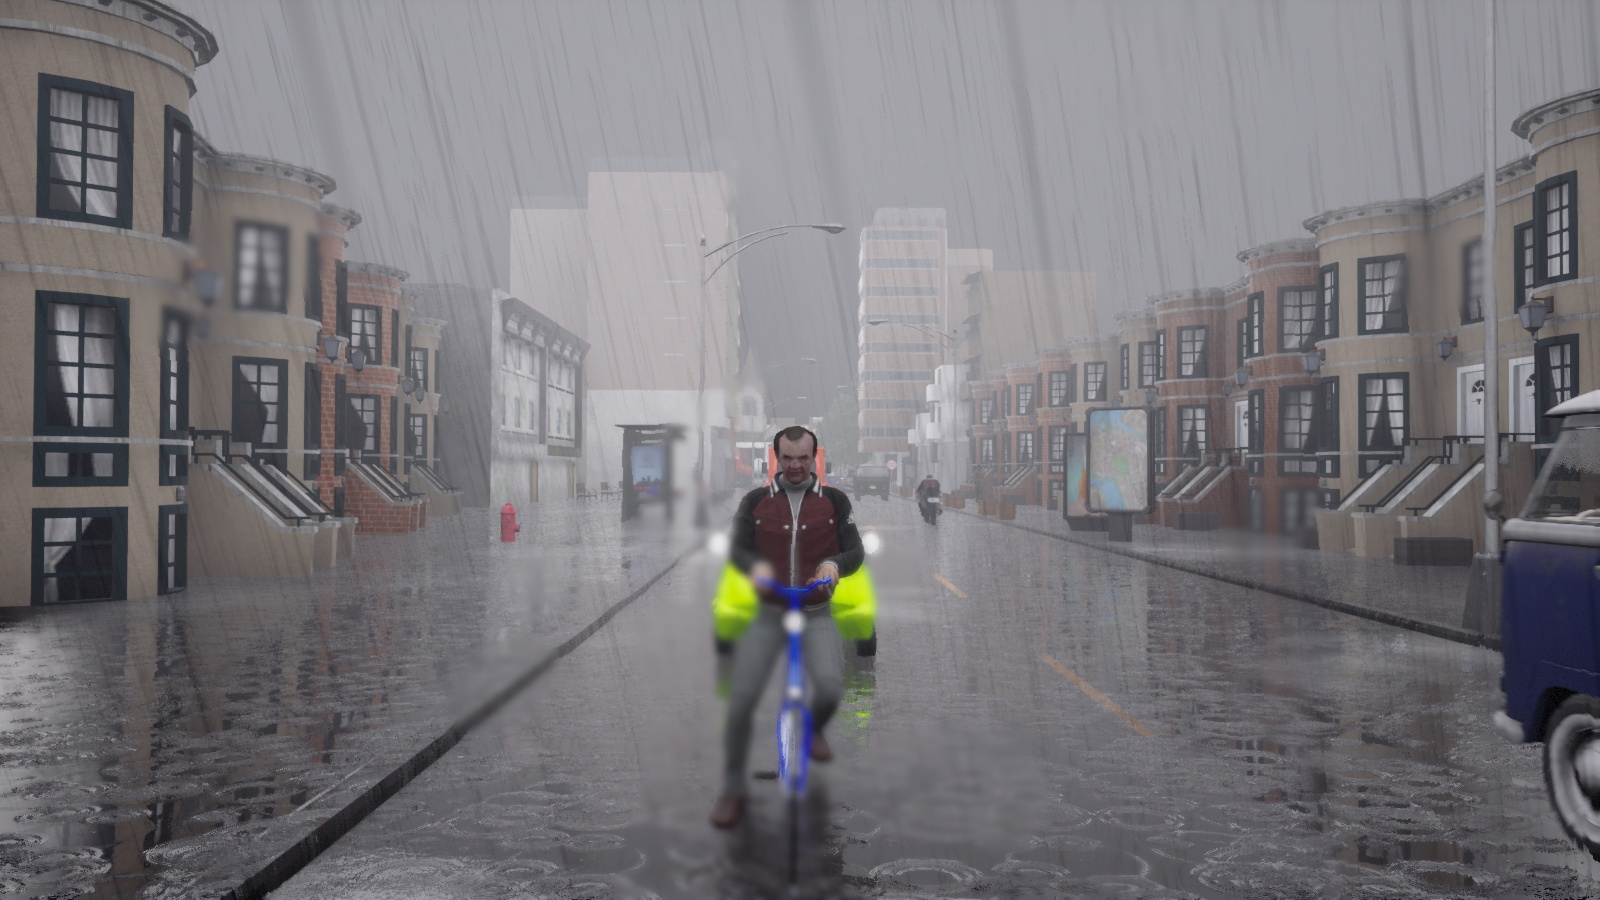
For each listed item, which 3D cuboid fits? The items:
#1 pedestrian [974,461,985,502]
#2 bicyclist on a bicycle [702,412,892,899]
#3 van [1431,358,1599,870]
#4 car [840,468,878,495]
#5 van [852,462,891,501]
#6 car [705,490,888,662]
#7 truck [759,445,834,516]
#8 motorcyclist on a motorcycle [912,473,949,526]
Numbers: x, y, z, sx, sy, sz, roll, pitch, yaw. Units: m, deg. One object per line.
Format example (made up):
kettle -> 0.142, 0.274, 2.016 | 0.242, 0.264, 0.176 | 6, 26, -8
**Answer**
pedestrian -> 8.401, 1.475, 58.790 | 0.396, 1.930, 0.692 | 0, -1, 0
bicyclist on a bicycle -> -0.015, 0.774, 5.307 | 0.659, 1.776, 1.843 | 0, -1, 0
van -> 3.988, 0.617, 3.916 | 1.775, 1.987, 4.442 | 0, -1, 0
car -> 3.752, 1.995, 80.642 | 2.242, 1.667, 4.611 | 0, -1, 0
van -> 3.808, 1.684, 67.549 | 1.775, 1.987, 4.442 | 0, -1, 0
car -> -0.030, 1.058, 11.299 | 1.481, 1.376, 2.207 | 0, -2, 0
truck -> -0.126, 1.109, 46.617 | 2.627, 2.467, 5.204 | 0, -1, 0
motorcyclist on a motorcycle -> 3.899, 1.466, 37.747 | 0.866, 1.530, 2.191 | 0, -1, 0
